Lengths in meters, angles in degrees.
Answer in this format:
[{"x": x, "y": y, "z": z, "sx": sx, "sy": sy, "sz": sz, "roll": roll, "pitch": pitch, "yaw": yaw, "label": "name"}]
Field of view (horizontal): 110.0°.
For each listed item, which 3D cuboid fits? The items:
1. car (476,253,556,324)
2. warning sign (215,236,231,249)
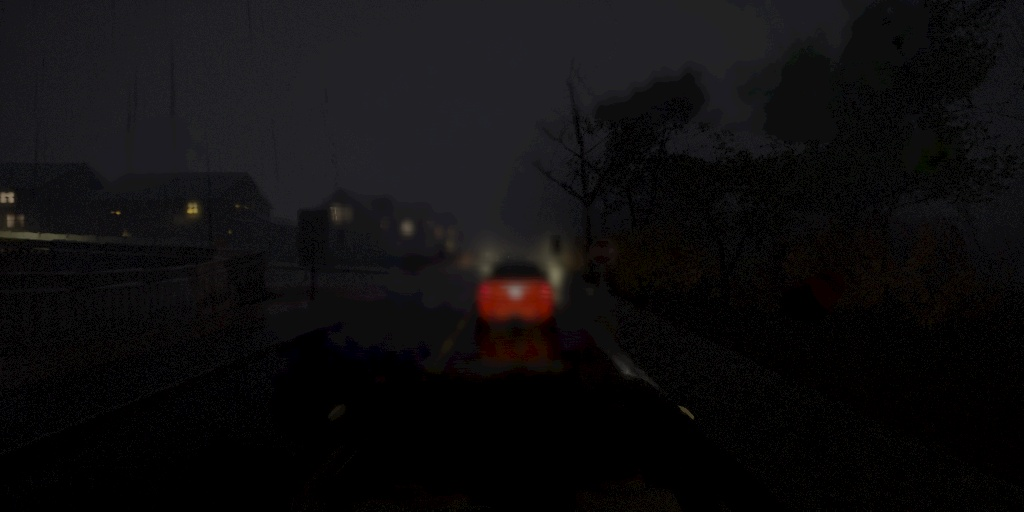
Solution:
[{"x": 0.156, "y": 0.919, "z": 11.293, "sx": 2.097, "sy": 1.767, "sz": 4.553, "roll": 0, "pitch": 1, "yaw": 2, "label": "car"}, {"x": -19.655, "y": -0.433, "z": 24.400, "sx": 1.060, "sy": 1.860, "sz": 1.300, "roll": 0, "pitch": 0, "yaw": 1, "label": "warning sign"}]
